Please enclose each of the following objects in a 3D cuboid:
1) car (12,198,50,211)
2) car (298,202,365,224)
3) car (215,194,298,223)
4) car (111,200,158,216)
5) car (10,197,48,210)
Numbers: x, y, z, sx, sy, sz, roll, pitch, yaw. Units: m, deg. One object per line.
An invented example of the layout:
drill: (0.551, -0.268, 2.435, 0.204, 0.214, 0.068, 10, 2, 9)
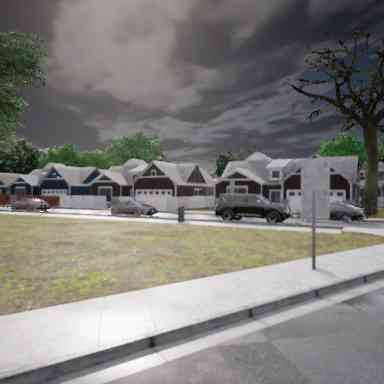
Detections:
car: (-17.324, 1.389, 35.784, 4.181, 1.385, 1.994, 0, 0, 28)
car: (9.989, 1.479, 24.293, 4.674, 1.442, 1.812, 0, 0, 30)
car: (4.371, 1.144, 24.028, 5.566, 2.045, 2.150, 0, 0, 30)
car: (-5.124, 1.443, 29.334, 4.181, 1.385, 1.994, 0, 0, 28)
car: (-19.736, 1.384, 40.270, 4.181, 1.385, 1.994, 0, 0, 28)
